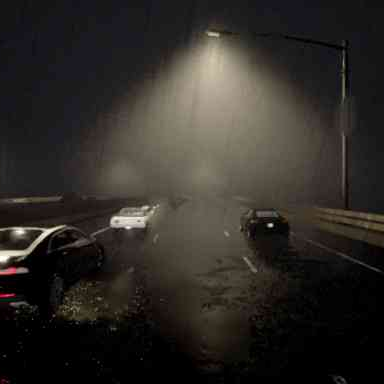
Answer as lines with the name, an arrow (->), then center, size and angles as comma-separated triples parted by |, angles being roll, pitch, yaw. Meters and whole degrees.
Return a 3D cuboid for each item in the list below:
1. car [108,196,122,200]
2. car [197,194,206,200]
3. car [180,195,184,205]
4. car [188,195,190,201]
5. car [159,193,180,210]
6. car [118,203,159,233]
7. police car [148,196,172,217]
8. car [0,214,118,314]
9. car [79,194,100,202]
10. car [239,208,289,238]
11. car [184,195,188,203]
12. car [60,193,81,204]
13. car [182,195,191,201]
car -> -13.107, 1.407, 57.292 | 2.128, 1.511, 4.902 | 0, 0, 2
car -> 2.537, 1.341, 94.102 | 2.128, 1.511, 4.902 | 0, 0, 3
car -> -2.711, 1.381, 52.414 | 1.801, 1.575, 5.366 | 0, 0, 2
car -> -1.916, 1.417, 74.145 | 2.128, 1.511, 4.902 | 0, 0, 2
car -> -3.011, 1.153, 41.289 | 2.150, 2.045, 5.566 | 0, 0, 1
car -> -3.285, 1.560, 19.469 | 1.895, 1.301, 4.718 | 0, 0, 1
police car -> -3.238, 1.450, 30.294 | 2.038, 1.542, 4.974 | 0, 0, 1
car -> -3.375, 1.470, 7.540 | 2.128, 1.511, 4.902 | 0, 0, 0
car -> -16.672, 1.439, 55.445 | 1.812, 1.442, 4.674 | 0, 0, 2
car -> 3.698, 1.528, 17.589 | 1.994, 1.385, 4.181 | 0, 0, 1
car -> -2.351, 1.447, 63.186 | 1.812, 1.442, 4.674 | 0, 0, 2
car -> -20.153, 1.132, 55.893 | 2.150, 2.045, 5.566 | 0, 0, 2
car -> -1.411, 1.477, 85.102 | 2.033, 1.411, 5.357 | 0, 0, 3
